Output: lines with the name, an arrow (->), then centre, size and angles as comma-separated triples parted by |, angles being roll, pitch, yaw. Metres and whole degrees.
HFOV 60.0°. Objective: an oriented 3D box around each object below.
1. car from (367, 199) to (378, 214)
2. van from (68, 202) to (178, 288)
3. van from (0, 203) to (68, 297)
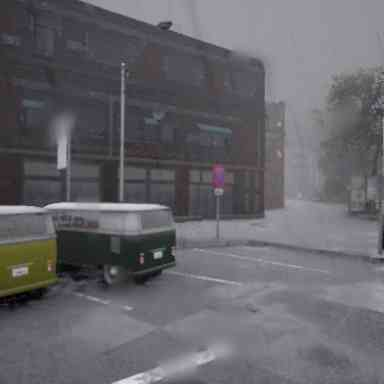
car -> 19.264, 1.398, 34.682 | 2.097, 1.767, 4.553 | 1, 1, 6
van -> -2.609, 1.292, 9.288 | 4.442, 1.987, 1.878 | -1, -1, 34
van -> -5.044, 1.277, 7.534 | 4.442, 1.987, 1.878 | -1, -1, 34
